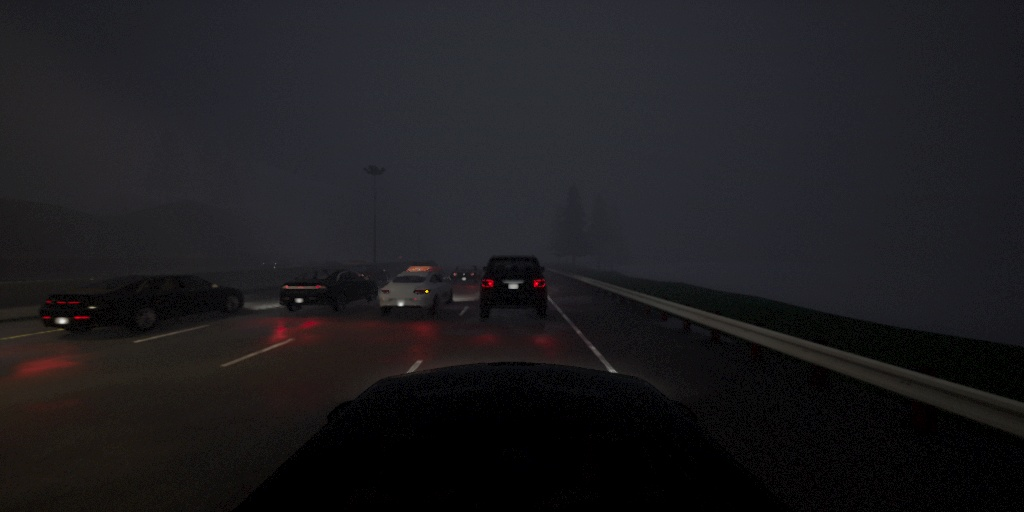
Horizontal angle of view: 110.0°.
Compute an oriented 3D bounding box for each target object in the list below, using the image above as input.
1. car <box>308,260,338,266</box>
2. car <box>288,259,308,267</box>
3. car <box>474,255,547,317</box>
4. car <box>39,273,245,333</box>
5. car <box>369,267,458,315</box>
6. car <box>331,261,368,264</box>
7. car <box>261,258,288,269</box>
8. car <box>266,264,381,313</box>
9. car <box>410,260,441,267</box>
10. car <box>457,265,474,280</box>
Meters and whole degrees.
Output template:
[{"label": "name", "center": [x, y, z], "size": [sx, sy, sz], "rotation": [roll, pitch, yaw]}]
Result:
[{"label": "car", "center": [-24.854, 1.241, 48.460], "size": [2.128, 1.511, 4.902], "rotation": [0, 0, -3]}, {"label": "car", "center": [-28.417, 1.241, 49.990], "size": [2.128, 1.511, 4.902], "rotation": [0, 0, -3]}, {"label": "car", "center": [0.065, 0.975, 13.291], "size": [2.150, 2.045, 5.566], "rotation": [0, 0, 0]}, {"label": "car", "center": [-10.455, 1.255, 10.774], "size": [1.837, 1.490, 4.892], "rotation": [0, 0, 1]}, {"label": "car", "center": [-3.435, 1.277, 13.471], "size": [1.812, 1.442, 4.674], "rotation": [0, -1, 1]}, {"label": "car", "center": [-10.456, 1.298, 25.702], "size": [2.033, 1.411, 5.357], "rotation": [0, 0, 1]}, {"label": "car", "center": [-31.841, 1.102, 48.711], "size": [2.097, 1.767, 4.553], "rotation": [0, 0, -3]}, {"label": "car", "center": [-6.930, 1.241, 14.126], "size": [2.128, 1.511, 4.902], "rotation": [0, 0, 0]}, {"label": "car", "center": [-6.931, 1.101, 29.087], "size": [2.097, 1.767, 4.553], "rotation": [0, 0, 0]}, {"label": "car", "center": [-3.436, 1.351, 27.961], "size": [1.895, 1.301, 4.718], "rotation": [0, 0, 0]}]
